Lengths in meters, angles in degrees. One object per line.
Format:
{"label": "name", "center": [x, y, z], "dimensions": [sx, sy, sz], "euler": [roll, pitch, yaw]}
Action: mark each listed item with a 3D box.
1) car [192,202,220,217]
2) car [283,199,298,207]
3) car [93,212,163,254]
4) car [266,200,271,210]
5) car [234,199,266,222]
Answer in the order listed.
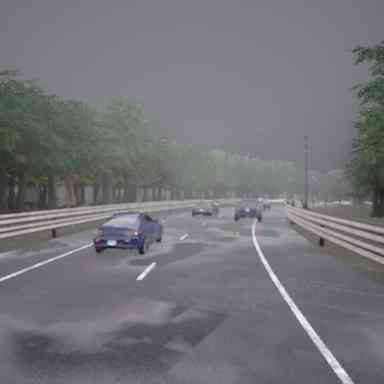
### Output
{"label": "car", "center": [1.409, 1.655, 32.430], "dimensions": [1.994, 1.385, 4.181], "euler": [0, 0, 15]}
{"label": "car", "center": [19.112, 2.078, 64.339], "dimensions": [1.837, 1.490, 4.892], "euler": [0, -1, 33]}
{"label": "car", "center": [-2.417, 1.533, 13.405], "dimensions": [1.812, 1.442, 4.674], "euler": [0, 0, 6]}
{"label": "car", "center": [9.810, 1.757, 46.707], "dimensions": [2.128, 1.511, 4.902], "euler": [0, -1, 26]}
{"label": "car", "center": [4.792, 1.434, 27.701], "dimensions": [2.097, 1.767, 4.553], "euler": [0, 0, 14]}
